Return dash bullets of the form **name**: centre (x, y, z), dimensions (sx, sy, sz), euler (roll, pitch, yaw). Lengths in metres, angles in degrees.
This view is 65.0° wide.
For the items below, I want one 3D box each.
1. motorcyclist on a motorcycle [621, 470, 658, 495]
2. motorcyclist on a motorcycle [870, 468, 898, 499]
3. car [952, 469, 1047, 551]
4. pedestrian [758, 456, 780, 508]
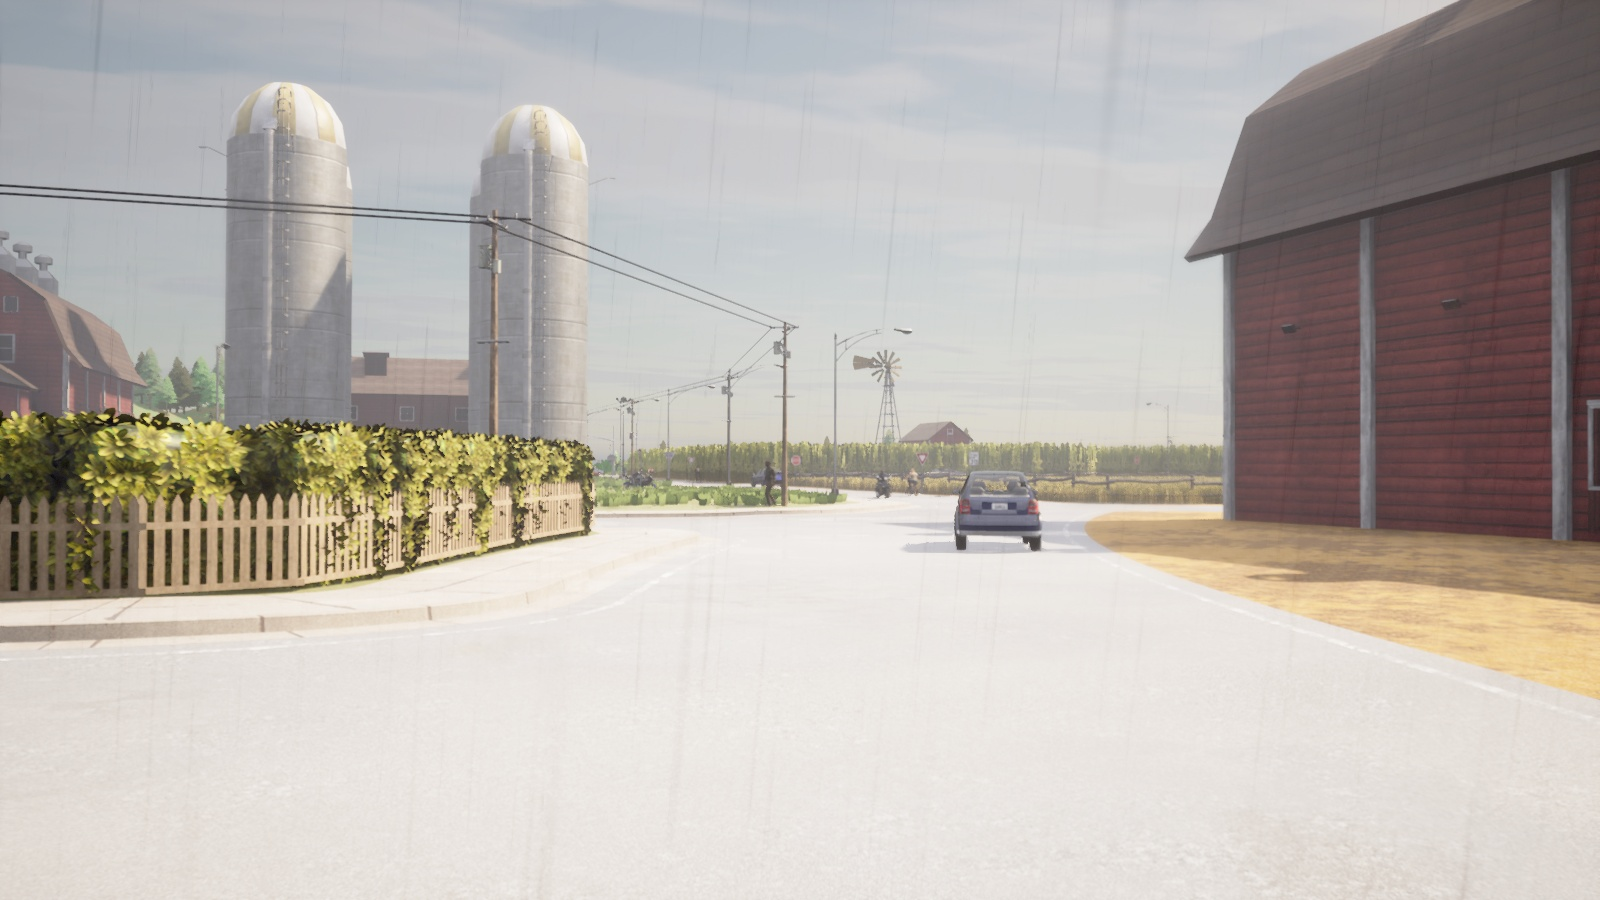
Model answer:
- **motorcyclist on a motorcycle**: centre (-10.175, 2.054, 79.605), dimensions (2.191, 1.530, 0.866), euler (0, -1, -18)
- **motorcyclist on a motorcycle**: centre (4.425, 1.754, 66.539), dimensions (0.866, 1.590, 1.817), euler (0, -1, -18)
- **car**: centre (4.042, 1.177, 25.898), dimensions (1.789, 1.549, 3.705), euler (0, -1, 7)
- **pedestrian**: centre (-1.166, 1.205, 46.960), dimensions (0.692, 1.930, 0.395), euler (0, -1, -26)
